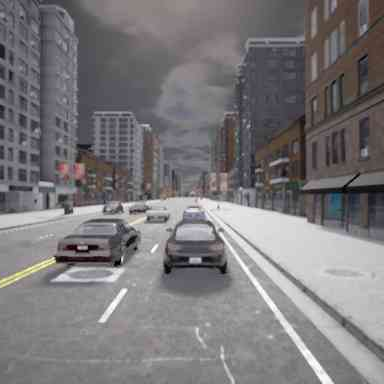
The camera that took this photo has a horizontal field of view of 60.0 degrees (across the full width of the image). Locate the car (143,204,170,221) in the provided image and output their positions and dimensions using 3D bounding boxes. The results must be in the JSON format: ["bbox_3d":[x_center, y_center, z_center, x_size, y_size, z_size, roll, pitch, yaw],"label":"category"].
[{"bbox_3d":[-3.075,1.958,31.138,1.895,1.301,4.718,0,-1,0],"label":"car"}]

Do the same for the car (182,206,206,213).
[{"bbox_3d":[0.154,1.858,27.075,2.033,1.411,5.357,0,-1,0],"label":"car"}]

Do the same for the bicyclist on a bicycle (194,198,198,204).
[{"bbox_3d":[1.147,2.544,95.370,0.866,1.612,1.509,0,-1,0],"label":"bicyclist on a bicycle"}]

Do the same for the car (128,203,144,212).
[{"bbox_3d":[-6.484,2.032,40.806,1.994,1.385,4.181,0,-1,0],"label":"car"}]

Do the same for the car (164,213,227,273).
[{"bbox_3d":[0.106,1.652,11.071,1.812,1.442,4.674,0,0,0],"label":"car"}]

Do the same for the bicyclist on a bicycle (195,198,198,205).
[{"bbox_3d":[1.127,2.452,86.372,0.582,1.620,1.656,0,-1,0],"label":"bicyclist on a bicycle"}]

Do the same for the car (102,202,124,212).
[{"bbox_3d":[-9.733,1.964,41.219,2.128,1.511,4.902,0,-1,0],"label":"car"}]

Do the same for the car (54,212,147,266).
[{"bbox_3d":[-3.135,1.685,12.097,2.033,1.411,5.357,0,-1,0],"label":"car"}]
